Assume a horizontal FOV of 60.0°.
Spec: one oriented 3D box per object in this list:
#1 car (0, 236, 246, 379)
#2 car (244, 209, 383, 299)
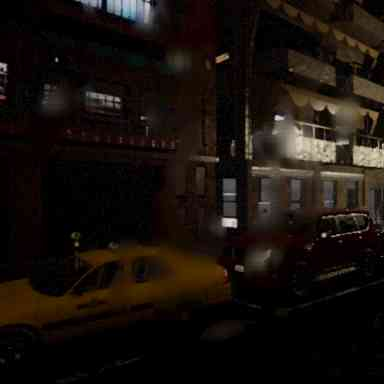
[{"bbox_3d":[-1.511,1.555,5.499,4.829,1.417,1.752,1,-1,-36],"label":"car"},{"bbox_3d":[3.089,1.397,8.861,5.009,1.841,2.192,1,-1,-36],"label":"car"}]
